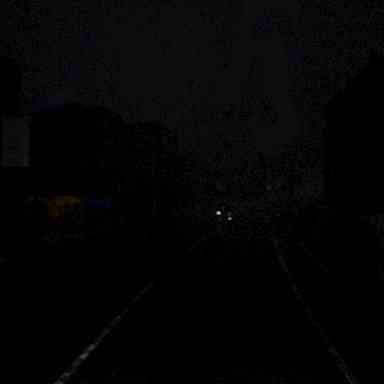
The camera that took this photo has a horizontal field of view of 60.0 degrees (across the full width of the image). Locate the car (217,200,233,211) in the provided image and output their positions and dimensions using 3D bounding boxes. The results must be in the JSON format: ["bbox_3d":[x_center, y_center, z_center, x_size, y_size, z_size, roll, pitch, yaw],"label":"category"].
[{"bbox_3d":[4.669,1.868,46.442,1.837,1.490,4.892,1,-1,11],"label":"car"}]
